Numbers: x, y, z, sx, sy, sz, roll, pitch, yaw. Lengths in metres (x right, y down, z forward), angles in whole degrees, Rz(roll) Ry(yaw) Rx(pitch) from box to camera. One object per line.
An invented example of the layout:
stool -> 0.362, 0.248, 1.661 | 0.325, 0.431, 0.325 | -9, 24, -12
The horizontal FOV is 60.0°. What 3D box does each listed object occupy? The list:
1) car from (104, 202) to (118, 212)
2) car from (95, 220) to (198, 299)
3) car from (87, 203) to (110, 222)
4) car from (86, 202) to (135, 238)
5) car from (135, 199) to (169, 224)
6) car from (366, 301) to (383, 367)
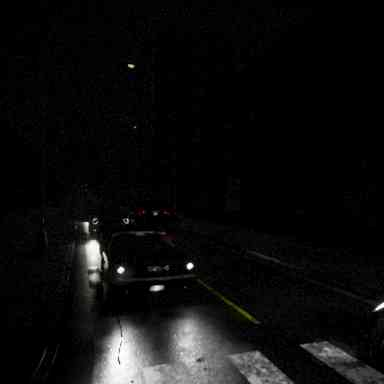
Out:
car -> -12.699, 2.271, 51.963 | 1.837, 1.490, 4.892 | 1, -2, -18
car -> -1.413, 1.666, 8.866 | 1.895, 1.301, 4.718 | 1, -1, -19
car -> -8.977, 1.856, 31.571 | 1.882, 1.535, 5.008 | 1, -1, -18
car -> -4.819, 1.541, 19.087 | 2.097, 1.767, 4.553 | 1, -1, -19
car -> -3.163, 1.502, 23.444 | 2.150, 2.045, 5.566 | 1, -1, -18
car -> 3.784, 1.390, 2.646 | 2.097, 1.767, 4.553 | 1, -1, -18
